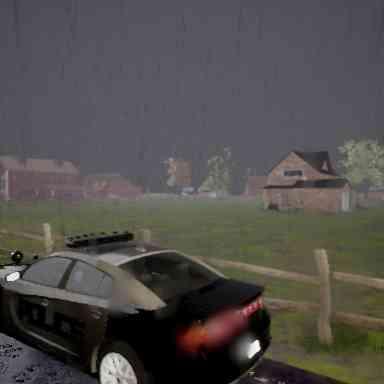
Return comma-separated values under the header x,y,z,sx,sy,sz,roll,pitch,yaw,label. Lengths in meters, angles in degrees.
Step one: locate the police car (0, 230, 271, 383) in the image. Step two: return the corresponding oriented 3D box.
x,y,z,sx,sy,sz,roll,pitch,yaw,label
-1.458,1.435,5.005,5.238,1.638,1.930,0,0,36,police car
